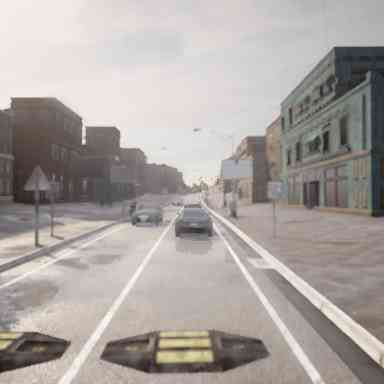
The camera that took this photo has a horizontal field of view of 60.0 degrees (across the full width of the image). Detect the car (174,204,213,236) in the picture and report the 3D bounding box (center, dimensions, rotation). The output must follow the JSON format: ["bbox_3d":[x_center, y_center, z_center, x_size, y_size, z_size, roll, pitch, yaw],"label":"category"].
[{"bbox_3d":[0.096,1.573,18.381,1.994,1.385,4.181,0,0,0],"label":"car"}]

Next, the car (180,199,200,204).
[{"bbox_3d":[0.092,1.716,36.124,2.128,1.511,4.902,0,-1,0],"label":"car"}]

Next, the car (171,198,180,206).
[{"bbox_3d":[-3.023,1.966,65.088,2.128,1.511,4.902,0,2,0],"label":"car"}]

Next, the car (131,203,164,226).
[{"bbox_3d":[-3.103,1.533,23.782,2.128,1.511,4.902,0,-1,0],"label":"car"}]
